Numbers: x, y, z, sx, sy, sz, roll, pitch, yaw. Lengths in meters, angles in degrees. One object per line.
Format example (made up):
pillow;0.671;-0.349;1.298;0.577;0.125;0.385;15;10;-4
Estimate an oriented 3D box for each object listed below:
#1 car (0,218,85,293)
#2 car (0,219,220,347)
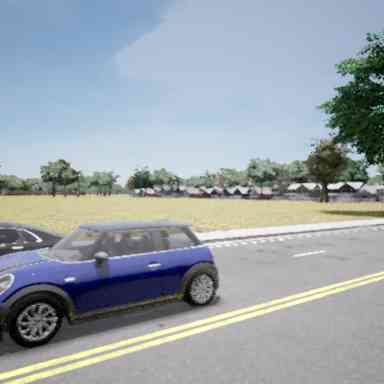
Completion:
car;-5.299;1.506;7.890;4.892;1.490;1.837;1;0;-35
car;-1.691;1.376;6.472;4.553;1.767;2.097;1;0;-35
